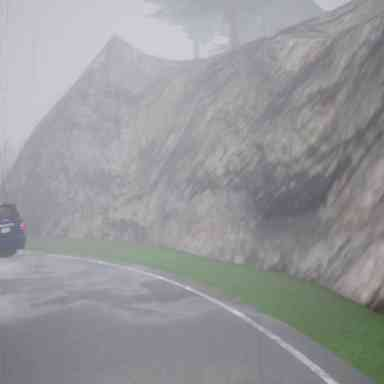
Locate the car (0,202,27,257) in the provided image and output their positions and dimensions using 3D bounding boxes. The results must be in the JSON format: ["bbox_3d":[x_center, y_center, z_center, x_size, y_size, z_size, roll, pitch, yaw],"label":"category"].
[{"bbox_3d":[-8.640,1.390,12.177,5.566,2.045,2.150,-1,-1,24],"label":"car"}]
